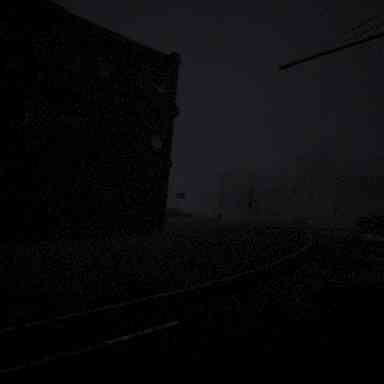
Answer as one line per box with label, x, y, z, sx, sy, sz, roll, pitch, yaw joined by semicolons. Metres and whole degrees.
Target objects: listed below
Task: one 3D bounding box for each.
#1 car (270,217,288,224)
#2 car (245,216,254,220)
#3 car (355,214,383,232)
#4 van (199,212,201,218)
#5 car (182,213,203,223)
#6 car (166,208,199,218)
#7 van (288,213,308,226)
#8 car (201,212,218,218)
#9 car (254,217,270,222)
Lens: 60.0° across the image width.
car;14.211;4.661;52.060;2.002;1.452;4.674;0;-7;28
car;10.115;4.786;56.291;1.946;1.575;5.366;1;-7;28
car;15.349;2.479;25.844;2.128;1.511;4.902;7;-4;-42
van;2.121;4.956;65.156;1.878;1.987;4.442;1;-7;28
car;0.225;5.311;67.596;1.946;1.575;5.366;0;-7;28
car;-1.781;2.921;44.600;1.882;1.535;5.008;9;-7;-42
van;16.195;4.287;49.789;1.878;1.987;4.442;1;-7;28
car;4.191;4.979;63.080;2.185;1.767;4.553;1;-7;28
car;12.209;4.757;54.256;2.002;1.452;4.674;1;-7;28
